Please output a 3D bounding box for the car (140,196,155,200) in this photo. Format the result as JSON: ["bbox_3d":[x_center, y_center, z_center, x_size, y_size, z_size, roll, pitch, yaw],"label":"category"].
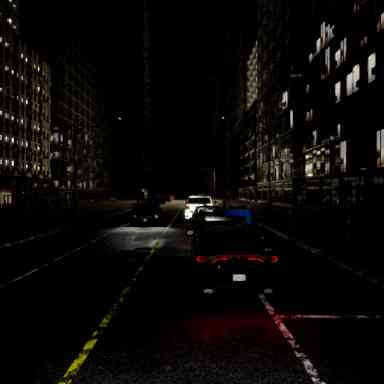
[{"bbox_3d":[-5.695,1.529,37.904,1.752,1.417,4.829,0,0,0],"label":"car"}]

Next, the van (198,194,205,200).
[{"bbox_3d":[2.679,1.354,94.754,1.690,1.788,3.998,0,0,0],"label":"van"}]

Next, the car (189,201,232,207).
[{"bbox_3d":[0.899,1.479,18.804,1.882,1.535,5.008,0,0,0],"label":"car"}]

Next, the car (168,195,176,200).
[{"bbox_3d":[-5.701,1.579,94.754,1.947,1.339,4.313,0,0,0],"label":"car"}]

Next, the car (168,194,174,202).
[{"bbox_3d":[-5.699,1.324,72.083,2.192,1.841,5.009,0,0,0],"label":"car"}]

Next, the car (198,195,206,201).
[{"bbox_3d":[2.680,1.557,89.086,1.887,1.381,4.507,0,0,0],"label":"car"}]

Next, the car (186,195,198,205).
[{"bbox_3d":[-0.006,1.359,60.130,2.097,1.767,4.553,0,0,0],"label":"car"}]

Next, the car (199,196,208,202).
[{"bbox_3d":[2.681,1.555,77.750,1.887,1.381,4.507,0,0,0],"label":"car"}]

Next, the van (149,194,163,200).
[{"bbox_3d":[-5.697,1.346,49.411,1.690,1.788,3.998,0,0,0],"label":"van"}]

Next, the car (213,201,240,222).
[{"bbox_3d":[2.686,1.527,26.908,1.752,1.417,4.829,0,0,0],"label":"car"}]

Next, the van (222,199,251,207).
[{"bbox_3d":[2.686,1.342,21.070,1.690,1.788,3.998,0,0,0],"label":"van"}]

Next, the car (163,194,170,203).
[{"bbox_3d":[-5.697,1.558,60.746,2.008,1.369,4.403,0,0,0],"label":"car"}]

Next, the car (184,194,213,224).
[{"bbox_3d":[0.658,1.225,24.913,2.150,2.045,5.566,0,0,4],"label":"car"}]

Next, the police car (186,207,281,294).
[{"bbox_3d":[0.900,1.425,8.913,1.930,1.638,5.238,0,0,0],"label":"police car"}]

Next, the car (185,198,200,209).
[{"bbox_3d":[0.014,1.568,46.199,1.994,1.385,4.181,0,0,0],"label":"car"}]

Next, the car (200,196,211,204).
[{"bbox_3d":[2.682,1.559,66.414,2.008,1.369,4.403,0,0,0],"label":"car"}]

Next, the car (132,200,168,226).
[{"bbox_3d":[-3.002,1.527,23.597,1.812,1.442,4.674,0,0,0],"label":"car"}]
